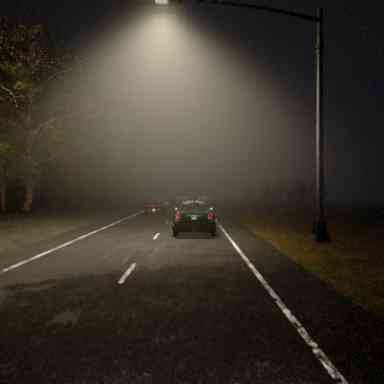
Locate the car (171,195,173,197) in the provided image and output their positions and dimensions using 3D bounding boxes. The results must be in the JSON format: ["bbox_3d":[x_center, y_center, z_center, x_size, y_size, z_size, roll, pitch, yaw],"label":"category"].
[{"bbox_3d":[-3.391,1.258,53.500,2.033,1.411,5.357,0,0,0],"label":"car"}]

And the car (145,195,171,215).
[{"bbox_3d":[-3.393,1.337,32.039,1.837,1.490,4.892,0,1,0],"label":"car"}]

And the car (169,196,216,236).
[{"bbox_3d":[0.104,1.258,17.923,2.097,1.767,4.553,0,0,0],"label":"car"}]

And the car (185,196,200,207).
[{"bbox_3d":[0.108,1.286,48.611,2.033,1.411,5.357,0,0,0],"label":"car"}]
